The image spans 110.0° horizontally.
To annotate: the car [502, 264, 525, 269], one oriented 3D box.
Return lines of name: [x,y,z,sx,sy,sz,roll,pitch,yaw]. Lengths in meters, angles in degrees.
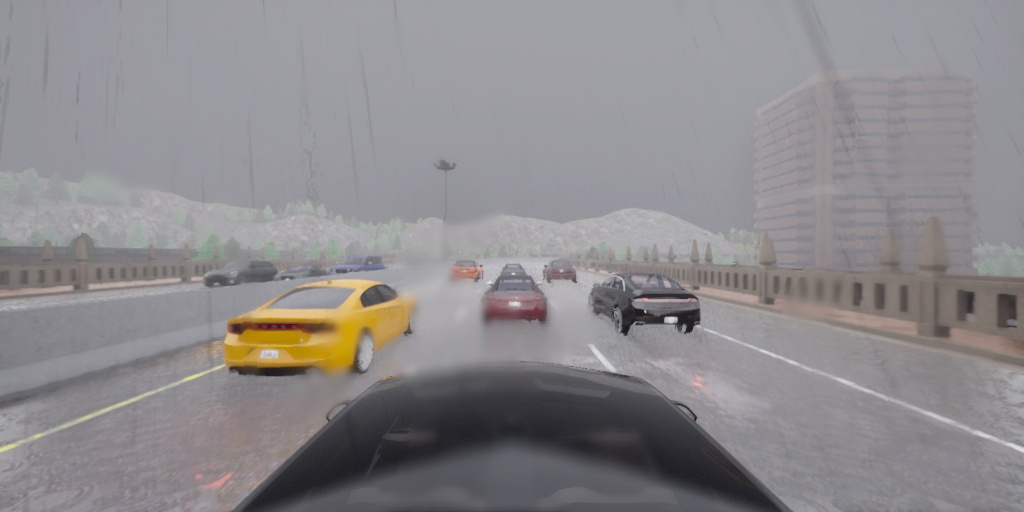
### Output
car: [0.110,1.295,28.749,1.994,1.385,4.181,0,0,0]

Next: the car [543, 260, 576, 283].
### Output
car: [3.608,1.083,27.783,2.097,1.767,4.553,0,0,0]

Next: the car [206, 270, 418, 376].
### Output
car: [-3.398,1.224,7.504,1.882,1.535,5.008,0,0,0]

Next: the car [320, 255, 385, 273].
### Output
car: [-10.591,0.959,24.845,2.150,2.045,5.566,0,0,0]

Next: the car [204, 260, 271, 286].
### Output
car: [-17.590,1.088,23.598,2.097,1.767,4.553,0,0,0]

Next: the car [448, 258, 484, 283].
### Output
car: [-3.392,1.084,27.889,2.097,1.767,4.553,0,0,0]

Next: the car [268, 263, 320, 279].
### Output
car: [-14.090,1.299,24.450,1.994,1.385,4.181,0,0,0]

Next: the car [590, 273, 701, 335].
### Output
car: [3.604,1.235,10.543,2.128,1.511,4.902,0,0,0]

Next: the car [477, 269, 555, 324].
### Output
car: [0.103,1.307,11.895,1.994,1.385,4.181,0,0,0]
